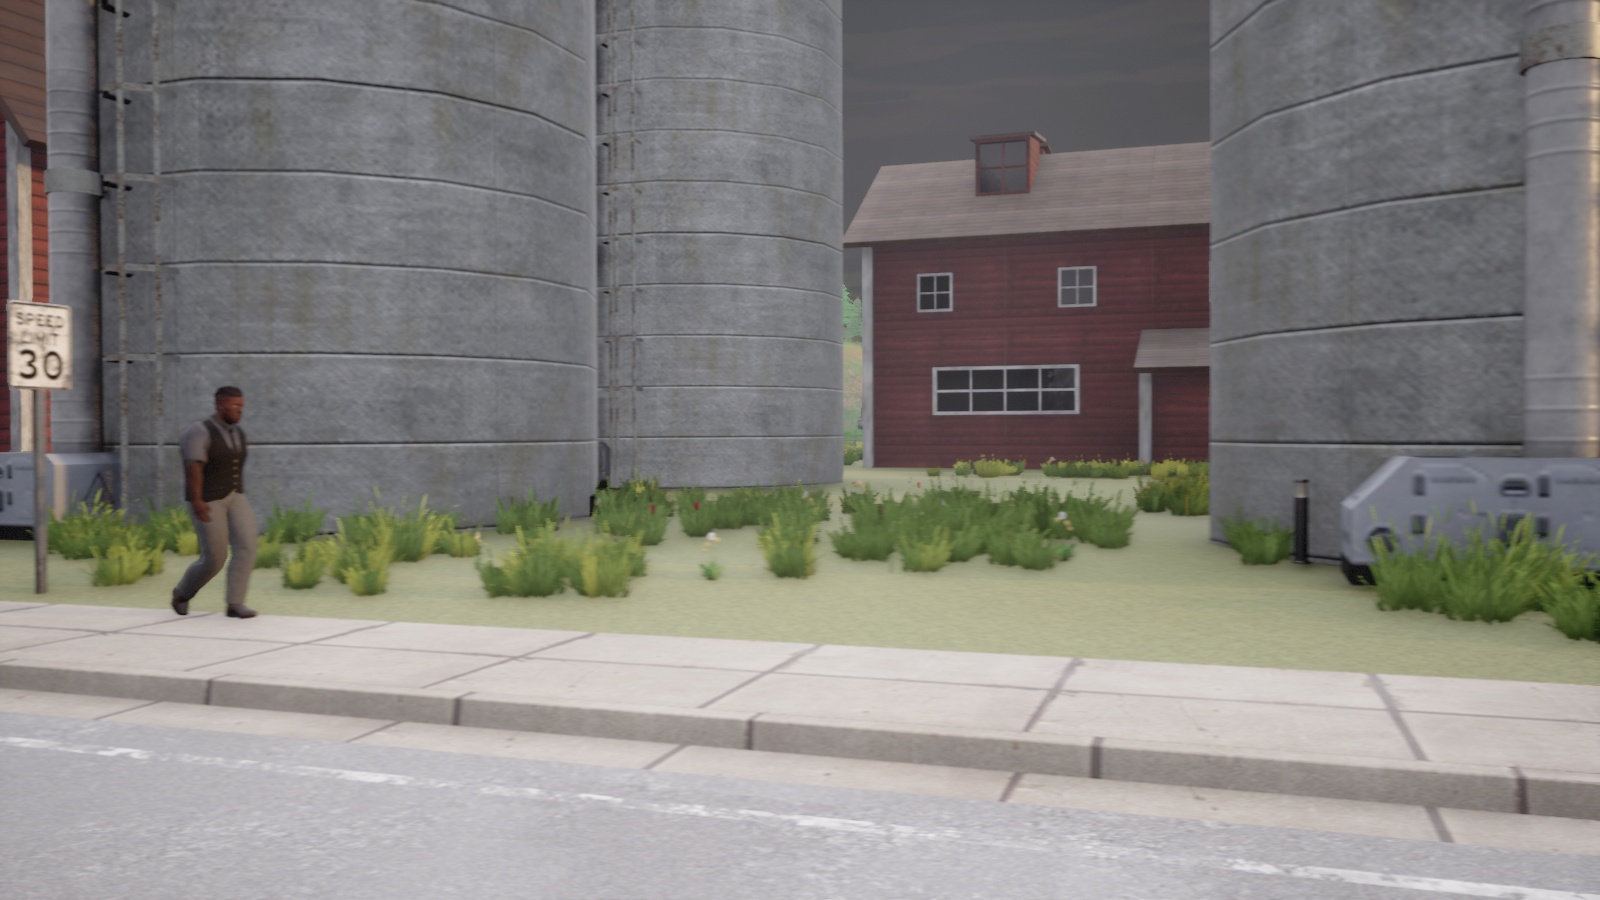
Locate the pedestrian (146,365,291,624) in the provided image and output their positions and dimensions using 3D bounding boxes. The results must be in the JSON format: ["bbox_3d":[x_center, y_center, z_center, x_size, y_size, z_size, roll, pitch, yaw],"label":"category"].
[{"bbox_3d":[-4.405,0.315,9.527,0.849,1.883,0.563,1,1,23],"label":"pedestrian"}]
